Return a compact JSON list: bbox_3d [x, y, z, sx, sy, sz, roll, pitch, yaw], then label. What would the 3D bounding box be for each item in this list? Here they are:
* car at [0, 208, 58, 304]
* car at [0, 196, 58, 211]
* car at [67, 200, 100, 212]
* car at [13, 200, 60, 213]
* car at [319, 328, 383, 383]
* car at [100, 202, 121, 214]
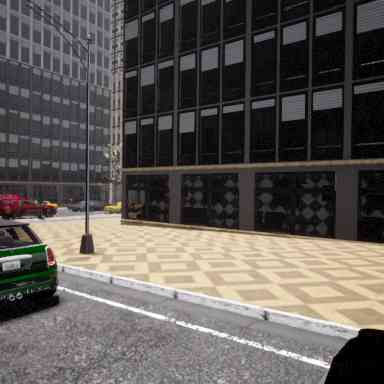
[{"bbox_3d":[-4.984,1.348,7.248,4.553,1.767,2.097,0,0,36],"label":"car"},{"bbox_3d":[-14.912,1.519,30.138,2.192,1.841,5.009,1,0,37],"label":"car"},{"bbox_3d":[-13.074,1.754,42.331,2.033,1.411,5.357,1,0,37],"label":"car"},{"bbox_3d":[-18.393,1.642,39.519,1.752,1.417,4.829,1,0,37],"label":"car"},{"bbox_3d":[3.014,1.601,1.530,4.718,1.301,1.895,0,0,36],"label":"car"},{"bbox_3d":[-8.098,1.830,39.338,1.752,1.417,4.829,1,0,37],"label":"car"}]
